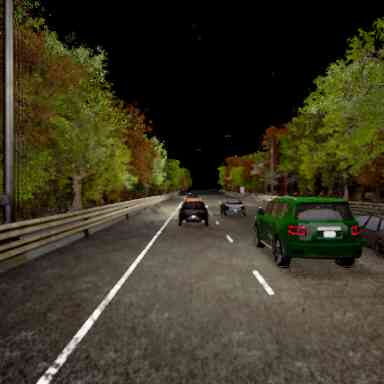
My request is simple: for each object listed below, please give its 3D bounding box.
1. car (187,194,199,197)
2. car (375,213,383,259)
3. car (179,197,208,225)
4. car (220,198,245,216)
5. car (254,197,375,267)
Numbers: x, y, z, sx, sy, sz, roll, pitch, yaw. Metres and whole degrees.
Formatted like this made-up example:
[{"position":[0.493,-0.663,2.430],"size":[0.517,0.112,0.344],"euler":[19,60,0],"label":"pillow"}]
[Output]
[{"position":[0.100,1.086,41.481],"size":[2.097,1.767,4.553],"euler":[0,0,0],"label":"car"},{"position":[7.101,1.499,12.295],"size":[2.033,1.411,5.357],"euler":[0,0,0],"label":"car"},{"position":[0.100,1.350,22.814],"size":[1.882,1.535,5.008],"euler":[0,0,0],"label":"car"},{"position":[3.601,1.311,29.954],"size":[2.128,1.511,4.902],"euler":[0,0,0],"label":"car"},{"position":[3.600,1.179,11.384],"size":[2.150,2.045,5.566],"euler":[0,0,0],"label":"car"}]
